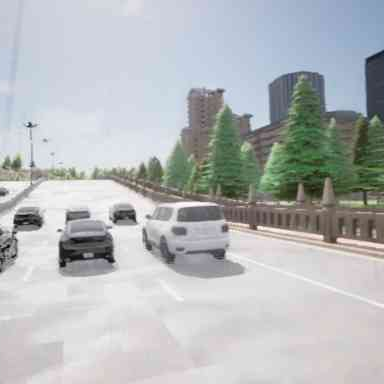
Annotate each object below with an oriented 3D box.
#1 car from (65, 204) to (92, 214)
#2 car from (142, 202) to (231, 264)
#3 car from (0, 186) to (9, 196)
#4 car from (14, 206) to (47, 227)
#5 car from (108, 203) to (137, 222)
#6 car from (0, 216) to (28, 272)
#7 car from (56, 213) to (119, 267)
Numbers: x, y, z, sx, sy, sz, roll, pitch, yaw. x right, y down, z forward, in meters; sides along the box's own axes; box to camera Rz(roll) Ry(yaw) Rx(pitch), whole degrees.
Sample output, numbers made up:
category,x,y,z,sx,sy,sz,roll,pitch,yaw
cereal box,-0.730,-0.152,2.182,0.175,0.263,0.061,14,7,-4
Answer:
category,x,y,z,sx,sy,sz,roll,pitch,yaw
car,-9.148,1.726,26.803,2.128,1.511,4.902,-1,2,-19
car,-0.459,1.419,13.042,2.150,2.045,5.566,-1,-1,-19
car,-28.801,-0.111,49.777,1.994,1.385,4.181,-1,6,-20
car,-12.428,1.822,25.585,1.837,1.490,4.892,-1,3,-19
car,-5.847,1.661,27.964,1.837,1.490,4.892,-1,3,-19
car,-7.386,1.873,11.677,2.128,1.511,4.902,-1,-1,-19
car,-4.099,1.806,12.879,1.837,1.490,4.892,-1,0,-19
